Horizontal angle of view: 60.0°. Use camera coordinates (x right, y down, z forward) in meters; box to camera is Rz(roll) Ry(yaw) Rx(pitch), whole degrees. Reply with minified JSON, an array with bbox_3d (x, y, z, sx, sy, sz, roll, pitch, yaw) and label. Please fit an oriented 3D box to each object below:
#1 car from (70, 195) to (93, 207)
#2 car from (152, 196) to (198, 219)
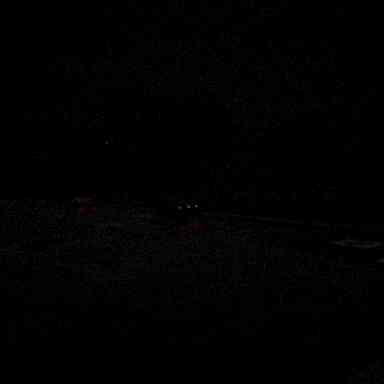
[{"bbox_3d":[-15.722,1.205,47.267,2.097,1.767,4.553,-2,1,-35],"label":"car"},{"bbox_3d":[-1.485,1.182,27.351,2.097,1.767,4.553,-2,1,-36],"label":"car"}]
